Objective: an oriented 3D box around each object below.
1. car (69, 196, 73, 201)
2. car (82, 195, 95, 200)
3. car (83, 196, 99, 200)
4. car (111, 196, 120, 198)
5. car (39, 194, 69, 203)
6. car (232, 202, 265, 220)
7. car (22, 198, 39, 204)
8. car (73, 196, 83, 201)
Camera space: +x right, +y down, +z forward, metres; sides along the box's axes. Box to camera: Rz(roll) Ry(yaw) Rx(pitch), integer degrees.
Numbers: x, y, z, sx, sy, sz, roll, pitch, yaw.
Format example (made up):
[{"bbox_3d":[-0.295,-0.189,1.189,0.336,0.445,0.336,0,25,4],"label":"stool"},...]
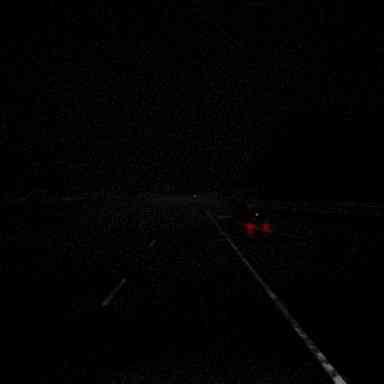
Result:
[{"bbox_3d":[-27.989,1.687,74.670,1.882,1.535,5.008,0,0,0],"label":"car"},{"bbox_3d":[-27.986,1.438,89.984,1.994,1.385,4.181,0,0,0],"label":"car"},{"bbox_3d":[-17.521,1.728,59.934,1.994,1.385,4.181,0,0,1],"label":"car"},{"bbox_3d":[-17.488,1.738,75.589,2.128,1.511,4.902,0,0,0],"label":"car"},{"bbox_3d":[-24.510,1.384,59.384,2.150,2.045,5.566,0,0,1],"label":"car"},{"bbox_3d":[4.765,1.593,28.478,1.812,1.442,4.674,-1,0,-9],"label":"car"},{"bbox_3d":[-28.002,1.709,58.930,2.033,1.411,5.357,0,0,0],"label":"car"},{"bbox_3d":[-24.488,1.711,75.145,1.837,1.490,4.892,0,0,0],"label":"car"}]
